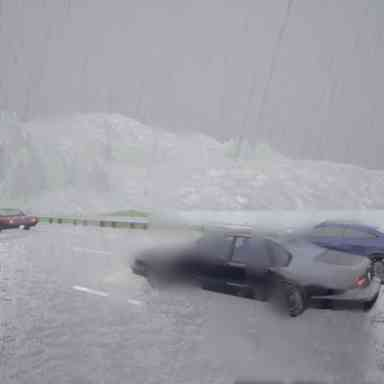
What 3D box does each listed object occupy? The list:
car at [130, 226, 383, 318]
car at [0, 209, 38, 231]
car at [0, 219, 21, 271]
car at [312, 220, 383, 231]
[{"bbox_3d":[1.102,1.546,7.404,5.357,1.411,2.033,0,0,34],"label":"car"},{"bbox_3d":[-11.171,1.602,19.194,4.718,1.301,1.895,0,0,30],"label":"car"},{"bbox_3d":[-6.788,1.493,8.380,4.902,1.511,2.128,0,0,32],"label":"car"},{"bbox_3d":[4.051,1.523,9.579,4.674,1.442,1.812,0,0,35],"label":"car"}]
